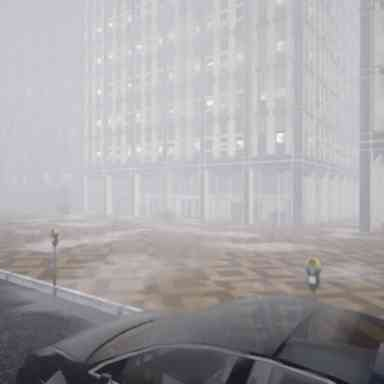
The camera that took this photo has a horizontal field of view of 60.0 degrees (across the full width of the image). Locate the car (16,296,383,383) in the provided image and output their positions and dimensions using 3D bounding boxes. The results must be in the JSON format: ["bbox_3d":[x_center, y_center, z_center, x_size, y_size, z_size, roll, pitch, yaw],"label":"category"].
[{"bbox_3d":[0.414,1.561,2.581,4.313,1.339,1.947,0,0,35],"label":"car"}]
